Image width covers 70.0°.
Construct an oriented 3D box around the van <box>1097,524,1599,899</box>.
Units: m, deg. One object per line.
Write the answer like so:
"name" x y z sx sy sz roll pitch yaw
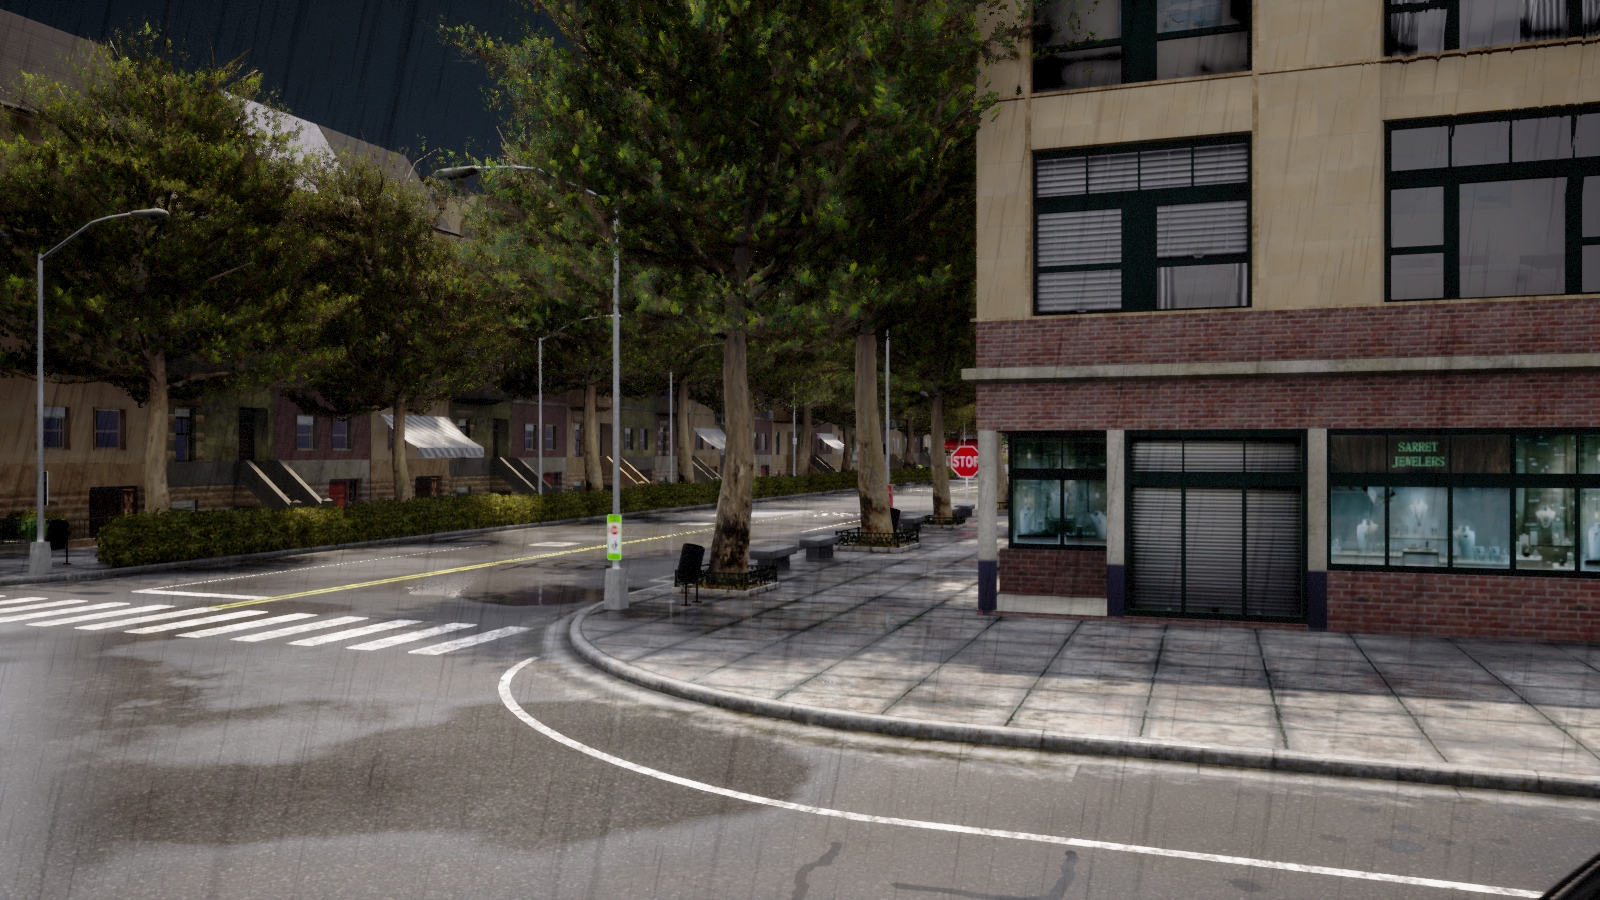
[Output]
"van" 3.654 1.534 1.980 5.915 2.561 1.988 0 0 20
